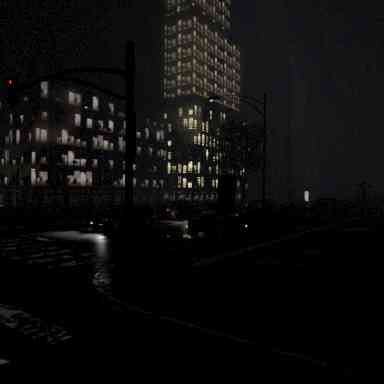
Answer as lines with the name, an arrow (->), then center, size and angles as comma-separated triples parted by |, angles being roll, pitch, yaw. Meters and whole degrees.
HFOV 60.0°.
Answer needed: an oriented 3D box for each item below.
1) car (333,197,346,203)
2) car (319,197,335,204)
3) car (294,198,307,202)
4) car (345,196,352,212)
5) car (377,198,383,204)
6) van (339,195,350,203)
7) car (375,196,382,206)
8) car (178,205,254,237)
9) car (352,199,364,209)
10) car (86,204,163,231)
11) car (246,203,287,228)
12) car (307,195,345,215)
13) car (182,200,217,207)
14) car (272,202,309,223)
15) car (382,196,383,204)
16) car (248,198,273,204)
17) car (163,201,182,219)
car -> 34.748, 1.861, 78.344 | 1.752, 1.417, 4.829 | 1, 0, 36
car -> 28.251, 1.848, 69.552 | 1.947, 1.339, 4.313 | 1, 0, 36
car -> 18.253, 1.726, 56.023 | 1.752, 1.417, 4.829 | 1, 0, 36
car -> 18.540, 1.720, 42.223 | 1.967, 1.590, 4.097 | 1, 0, 36
car -> 44.888, 2.047, 77.967 | 2.008, 1.369, 4.403 | 1, 0, 36
van -> 38.150, 1.705, 82.945 | 1.690, 1.788, 3.998 | 1, 0, 36
car -> 35.093, 1.940, 64.710 | 1.752, 1.417, 4.829 | 1, 0, 36
car -> 1.517, 1.696, 19.056 | 2.008, 1.369, 4.403 | 1, 0, 36
car -> 25.096, 1.773, 51.180 | 1.967, 1.590, 4.097 | 1, 0, 36
car -> -4.337, 1.548, 21.088 | 1.837, 1.490, 4.892 | 1, 0, 36
car -> 4.775, 1.736, 23.465 | 1.947, 1.339, 4.313 | 1, 0, 36
car -> 15.269, 1.569, 37.738 | 2.192, 1.841, 5.009 | 1, 0, 36
car -> 1.659, 1.568, 29.198 | 1.882, 1.535, 5.008 | 1, 0, 36
car -> 8.031, 1.778, 27.873 | 1.802, 1.307, 4.206 | 1, 0, 36
car -> 41.592, 1.783, 73.502 | 2.192, 1.841, 5.009 | 1, 0, 36
car -> 7.744, 1.492, 37.413 | 2.097, 1.767, 4.553 | 1, 0, 37
car -> -1.541, 1.480, 29.450 | 1.967, 1.590, 4.097 | 1, 0, 36
